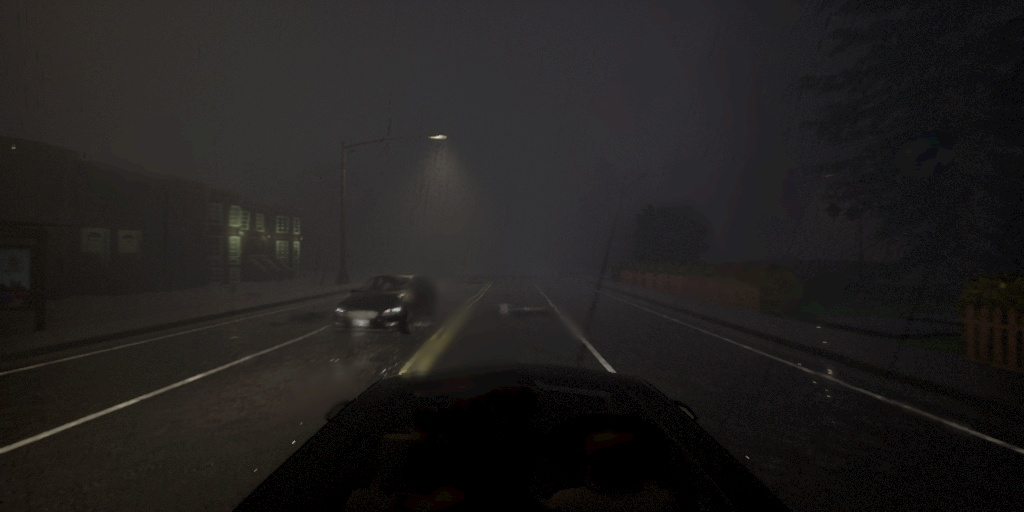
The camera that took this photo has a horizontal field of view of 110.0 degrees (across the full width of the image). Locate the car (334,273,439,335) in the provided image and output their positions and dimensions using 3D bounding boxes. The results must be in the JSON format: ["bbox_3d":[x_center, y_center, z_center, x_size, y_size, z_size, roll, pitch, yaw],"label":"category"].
[{"bbox_3d":[-3.502,1.293,10.794,2.128,1.511,4.902,0,0,0],"label":"car"}]
